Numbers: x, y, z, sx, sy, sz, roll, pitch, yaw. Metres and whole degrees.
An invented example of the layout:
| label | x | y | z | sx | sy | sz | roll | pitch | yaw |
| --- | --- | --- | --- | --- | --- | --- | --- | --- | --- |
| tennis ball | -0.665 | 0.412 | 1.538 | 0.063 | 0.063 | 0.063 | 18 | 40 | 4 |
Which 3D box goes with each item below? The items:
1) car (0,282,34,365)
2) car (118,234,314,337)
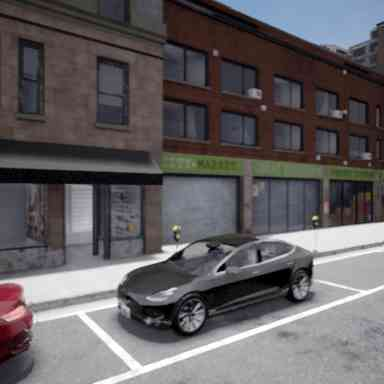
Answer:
| label | x | y | z | sx | sy | sz | roll | pitch | yaw |
| --- | --- | --- | --- | --- | --- | --- | --- | --- | --- |
| car | -3.930 | 1.581 | 3.382 | 4.206 | 1.307 | 1.802 | 0 | 0 | -36 |
| car | 0.690 | 1.571 | 6.691 | 4.313 | 1.339 | 1.947 | 0 | 0 | -36 |
